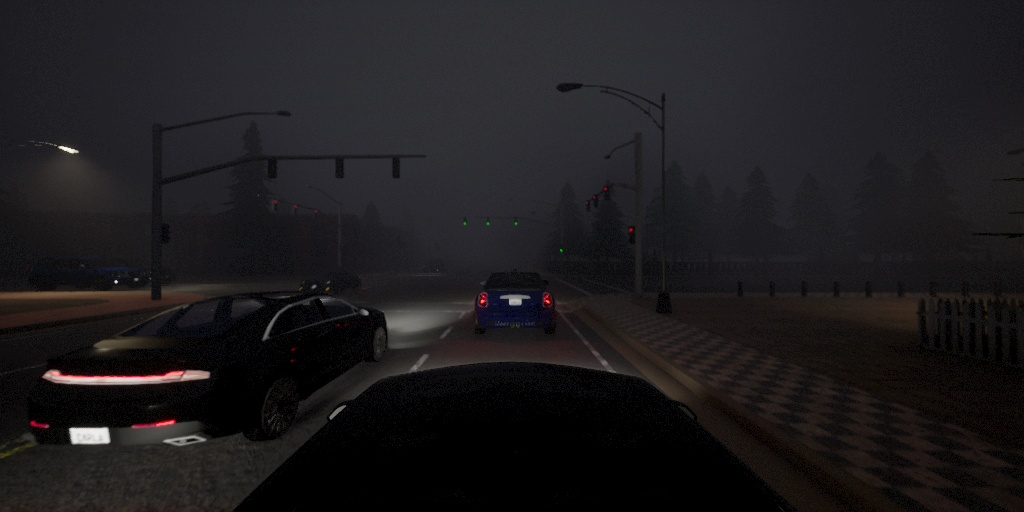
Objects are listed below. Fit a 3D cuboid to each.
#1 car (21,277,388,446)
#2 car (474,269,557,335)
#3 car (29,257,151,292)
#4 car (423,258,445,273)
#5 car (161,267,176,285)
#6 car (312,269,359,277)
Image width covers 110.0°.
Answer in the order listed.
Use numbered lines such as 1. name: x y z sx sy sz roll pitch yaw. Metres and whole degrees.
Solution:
1. car: -3.435 1.265 5.357 2.128 1.511 4.902 0 0 0
2. car: 0.084 1.157 10.892 2.097 1.767 4.553 0 0 0
3. car: -25.920 1.095 22.059 5.566 2.045 2.150 0 0 -1
4. car: -10.495 1.332 48.671 2.150 2.045 5.566 0 2 0
5. car: -27.375 1.117 25.530 5.566 2.045 2.150 0 0 -1
6. car: -10.499 1.446 20.995 1.994 1.385 4.181 0 0 0
